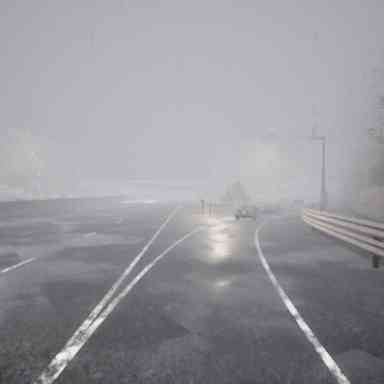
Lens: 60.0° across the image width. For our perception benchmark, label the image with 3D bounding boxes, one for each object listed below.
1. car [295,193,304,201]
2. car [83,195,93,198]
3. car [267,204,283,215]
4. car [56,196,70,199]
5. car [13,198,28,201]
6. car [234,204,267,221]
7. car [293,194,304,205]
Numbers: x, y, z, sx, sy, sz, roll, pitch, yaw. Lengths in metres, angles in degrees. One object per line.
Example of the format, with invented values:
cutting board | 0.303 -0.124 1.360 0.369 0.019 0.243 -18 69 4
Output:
car | 25.845 1.276 79.818 2.128 1.511 4.902 0 4 18
car | -24.980 1.394 80.285 1.994 1.385 4.181 0 0 0
car | 10.260 2.172 42.306 2.033 1.411 5.357 0 -1 26
car | -24.885 1.493 63.954 2.128 1.511 4.902 0 0 0
car | -24.843 1.562 47.913 1.895 1.301 4.718 0 0 0
car | 5.327 1.897 30.992 2.033 1.411 5.357 0 -1 20
car | 22.416 1.823 70.352 1.882 1.535 5.008 0 3 20
